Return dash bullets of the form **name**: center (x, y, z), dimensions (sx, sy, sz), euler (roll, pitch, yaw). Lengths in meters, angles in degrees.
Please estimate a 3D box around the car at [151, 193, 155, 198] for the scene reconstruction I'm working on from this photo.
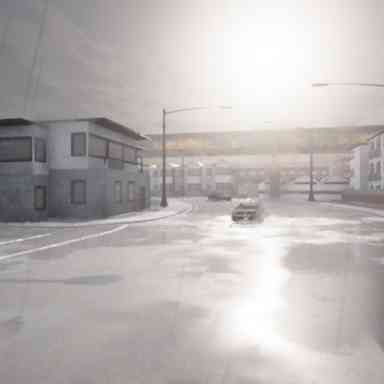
- **car**: center (-9.838, 0.535, 68.981), dimensions (4.902, 1.511, 2.128), euler (-1, 0, 40)

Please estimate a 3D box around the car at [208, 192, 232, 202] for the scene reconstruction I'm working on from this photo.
- **car**: center (3.964, 0.681, 48.059), dimensions (2.033, 1.411, 5.357), euler (0, 1, -17)

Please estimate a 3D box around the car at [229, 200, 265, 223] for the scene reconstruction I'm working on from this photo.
- **car**: center (4.005, 1.355, 23.245), dimensions (1.895, 1.301, 4.718), euler (0, 1, 16)
